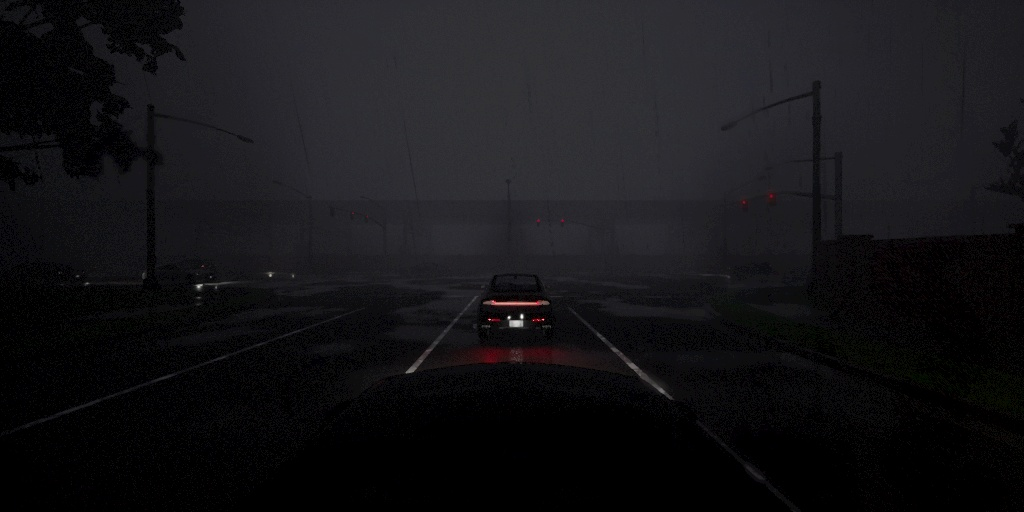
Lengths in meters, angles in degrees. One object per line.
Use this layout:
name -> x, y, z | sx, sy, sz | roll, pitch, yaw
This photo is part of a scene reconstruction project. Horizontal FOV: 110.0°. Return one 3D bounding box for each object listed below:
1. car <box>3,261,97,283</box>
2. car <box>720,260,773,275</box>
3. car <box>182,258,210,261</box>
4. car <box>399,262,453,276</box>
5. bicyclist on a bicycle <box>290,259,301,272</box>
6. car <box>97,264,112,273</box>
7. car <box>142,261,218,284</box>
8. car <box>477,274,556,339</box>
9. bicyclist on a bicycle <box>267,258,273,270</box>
car -> -35.056, 1.241, 26.999 | 4.902, 1.511, 2.128 | 0, 0, 2
car -> 23.514, 1.140, 36.059 | 4.674, 1.442, 1.812 | -1, 0, 2
car -> -33.750, 1.102, 37.616 | 4.553, 1.767, 2.097 | 0, 0, 2
car -> -8.788, 1.297, 36.937 | 5.357, 1.411, 2.033 | 0, 0, 2
bicyclist on a bicycle -> -27.031, 1.203, 44.712 | 0.582, 1.620, 1.656 | 0, 0, 14
car -> -49.647, 1.297, 41.451 | 5.357, 1.411, 2.033 | 0, 0, 2
car -> -24.683, 1.276, 26.673 | 4.674, 1.442, 1.812 | 0, 0, 2
car -> 0.099, 1.242, 10.137 | 2.128, 1.511, 4.902 | 0, 0, 0
bicyclist on a bicycle -> -31.583, 1.050, 46.803 | 0.582, 1.620, 1.656 | 0, 0, -33
